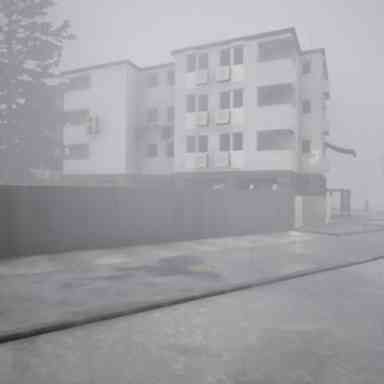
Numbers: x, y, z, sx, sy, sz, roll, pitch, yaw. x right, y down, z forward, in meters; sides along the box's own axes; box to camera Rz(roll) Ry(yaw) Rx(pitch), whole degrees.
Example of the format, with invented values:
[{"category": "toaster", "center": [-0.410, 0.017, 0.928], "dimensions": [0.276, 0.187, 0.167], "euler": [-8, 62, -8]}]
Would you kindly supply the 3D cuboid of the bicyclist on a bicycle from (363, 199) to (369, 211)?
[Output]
[{"category": "bicyclist on a bicycle", "center": [24.278, 1.785, 46.381], "dimensions": [1.656, 1.620, 0.582], "euler": [0, 0, -35]}]
